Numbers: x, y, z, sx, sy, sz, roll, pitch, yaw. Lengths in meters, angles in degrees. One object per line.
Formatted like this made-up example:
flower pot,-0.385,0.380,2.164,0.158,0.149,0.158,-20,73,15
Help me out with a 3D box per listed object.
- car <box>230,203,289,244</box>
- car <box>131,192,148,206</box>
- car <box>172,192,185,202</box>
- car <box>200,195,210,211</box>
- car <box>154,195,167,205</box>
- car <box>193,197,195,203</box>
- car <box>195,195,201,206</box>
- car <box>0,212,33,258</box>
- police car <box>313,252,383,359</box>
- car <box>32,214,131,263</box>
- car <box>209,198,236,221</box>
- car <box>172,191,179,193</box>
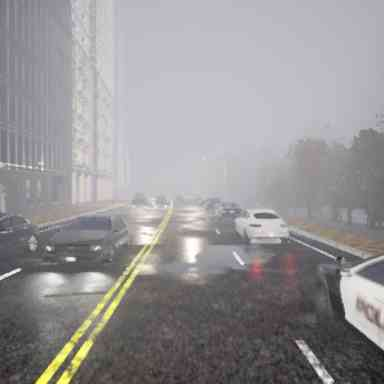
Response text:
car,3.102,1.470,15.459,1.812,1.442,4.674,0,0,-1
car,-8.100,1.027,52.067,2.150,2.045,5.566,0,0,-3
car,-2.559,1.280,68.207,1.994,1.385,4.181,0,0,-4
car,2.450,1.363,37.591,2.163,1.488,4.792,0,0,-2
car,-4.863,1.280,52.351,1.882,1.535,5.008,0,0,-3
car,1.286,1.259,59.644,2.128,1.511,4.902,0,0,-4
car,1.933,1.361,48.606,2.033,1.411,5.357,0,0,-3
car,-6.693,1.471,10.766,1.837,1.490,4.892,0,0,-1
police car,3.235,1.489,4.403,2.038,1.542,4.974,0,0,0
car,-3.454,1.507,12.060,2.033,1.411,5.357,0,0,-1
car,2.841,1.450,26.512,2.033,1.411,5.357,0,0,-2
car,-4.363,0.703,89.898,2.150,2.045,5.566,0,0,-6
